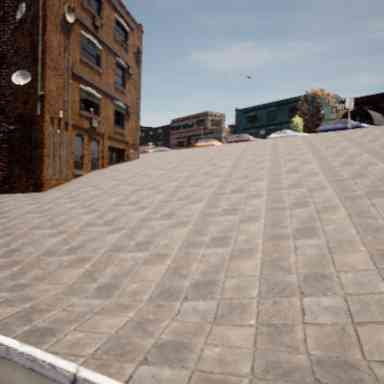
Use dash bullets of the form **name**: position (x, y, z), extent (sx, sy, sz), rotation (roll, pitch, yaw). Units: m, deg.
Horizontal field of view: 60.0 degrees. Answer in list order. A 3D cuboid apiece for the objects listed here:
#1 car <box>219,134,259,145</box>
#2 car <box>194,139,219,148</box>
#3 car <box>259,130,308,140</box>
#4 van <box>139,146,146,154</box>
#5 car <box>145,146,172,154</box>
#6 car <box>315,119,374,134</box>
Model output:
- **car**: position (5.537, -5.332, 35.283), extent (2.185, 1.767, 4.553), rotation (1, 2, -36)
- **car**: position (2.270, -5.536, 39.729), extent (2.185, 1.767, 4.553), rotation (1, 2, -36)
- **car**: position (8.891, -4.953, 30.717), extent (2.002, 1.452, 4.674), rotation (1, 2, -36)
- **van**: position (-7.443, -6.217, 52.945), extent (1.878, 1.987, 4.442), rotation (1, 2, -36)
- **car**: position (-4.255, -5.804, 48.603), extent (2.231, 1.521, 4.892), rotation (1, 2, -36)
- **car**: position (12.147, -4.912, 26.289), extent (2.185, 1.767, 4.553), rotation (1, 2, -36)
